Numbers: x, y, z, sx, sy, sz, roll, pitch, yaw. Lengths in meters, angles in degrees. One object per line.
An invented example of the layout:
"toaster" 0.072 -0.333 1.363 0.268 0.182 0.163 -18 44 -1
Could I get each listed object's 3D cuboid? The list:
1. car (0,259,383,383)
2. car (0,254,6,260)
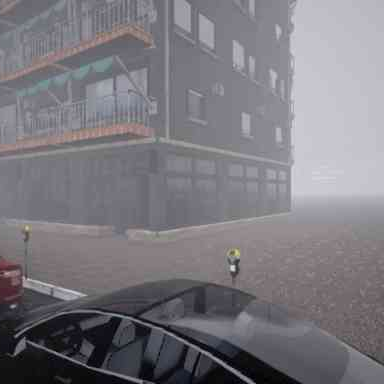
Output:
"car" -0.486 1.566 3.216 4.313 1.339 1.947 0 0 35
"car" -5.081 1.545 6.480 4.507 1.381 1.887 0 0 35
